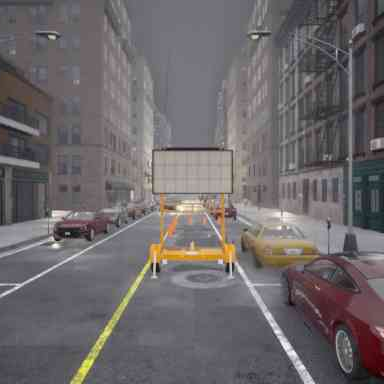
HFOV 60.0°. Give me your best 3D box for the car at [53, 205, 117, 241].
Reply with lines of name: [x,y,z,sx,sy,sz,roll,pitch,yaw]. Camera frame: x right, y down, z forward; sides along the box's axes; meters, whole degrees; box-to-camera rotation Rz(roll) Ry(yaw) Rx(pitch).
car: [-5.354,1.543,16.564,1.887,1.381,4.507,0,0,0]

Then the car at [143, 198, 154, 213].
car: [-5.319,1.562,33.611,1.947,1.339,4.313,0,0,0]

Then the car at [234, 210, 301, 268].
car: [2.660,1.525,11.036,1.752,1.417,4.829,0,0,0]

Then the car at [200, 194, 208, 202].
car: [2.741,1.308,50.642,2.192,1.841,5.009,0,0,0]

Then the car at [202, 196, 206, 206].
car: [2.729,1.545,44.960,2.008,1.369,4.403,0,0,0]

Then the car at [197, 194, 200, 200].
car: [2.860,1.301,77.698,2.192,1.841,5.009,0,0,0]

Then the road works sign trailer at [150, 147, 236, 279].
road works sign trailer: [0.021,0.464,10.058,2.380,3.560,2.880,0,0,0]

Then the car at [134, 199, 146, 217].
car: [-5.331,1.542,27.929,1.887,1.381,4.507,0,0,0]

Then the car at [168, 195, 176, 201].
car: [-5.235,1.548,88.721,1.947,1.339,4.313,0,0,0]

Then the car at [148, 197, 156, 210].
car: [-5.307,1.435,39.293,1.967,1.590,4.097,0,0,0]

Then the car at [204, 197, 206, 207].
car: [2.718,1.540,39.277,1.887,1.381,4.507,0,0,0]

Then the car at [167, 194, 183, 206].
car: [-2.635,1.370,56.094,2.097,1.767,4.553,0,0,0]

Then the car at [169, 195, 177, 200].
car: [-5.221,1.532,94.224,2.008,1.369,4.403,0,0,0]

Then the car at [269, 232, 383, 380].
car: [2.648,1.582,5.183,1.802,1.307,4.206,0,0,0]

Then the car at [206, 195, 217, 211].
car: [2.706,1.436,33.595,1.967,1.590,4.097,0,0,0]

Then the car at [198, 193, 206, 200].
car: [2.880,1.296,94.209,2.192,1.841,5.009,0,0,0]

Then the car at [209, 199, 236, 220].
car: [2.694,1.542,27.913,1.887,1.381,4.507,0,0,0]

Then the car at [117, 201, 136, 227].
car: [-5.342,1.549,22.246,2.008,1.369,4.403,0,0,0]

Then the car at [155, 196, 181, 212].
car: [-2.766,1.542,38.699,2.033,1.411,5.357,0,0,0]

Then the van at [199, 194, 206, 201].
van: [2.874,1.324,88.705,1.690,1.788,3.998,0,0,0]

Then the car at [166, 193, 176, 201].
car: [-5.248,1.299,83.217,2.192,1.841,5.009,0,0,0]
